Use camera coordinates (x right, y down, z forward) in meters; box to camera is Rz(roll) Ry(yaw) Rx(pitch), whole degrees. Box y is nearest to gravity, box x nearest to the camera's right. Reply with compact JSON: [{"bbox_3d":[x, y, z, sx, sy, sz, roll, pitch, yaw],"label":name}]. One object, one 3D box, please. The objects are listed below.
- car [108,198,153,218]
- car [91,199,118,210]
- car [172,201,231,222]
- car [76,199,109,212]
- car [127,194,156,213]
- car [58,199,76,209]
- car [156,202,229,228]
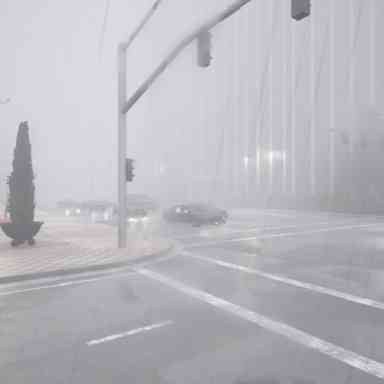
[{"bbox_3d":[-5.671,1.564,30.339,1.994,1.385,4.181,0,0,-35],"label":"car"},{"bbox_3d":[-11.834,1.601,44.871,1.895,1.301,4.718,0,0,-36],"label":"car"},{"bbox_3d":[0.663,1.548,27.540,2.033,1.411,5.357,0,0,-36],"label":"car"},{"bbox_3d":[-11.418,1.601,38.295,1.895,1.301,4.718,0,0,-36],"label":"car"},{"bbox_3d":[-5.836,1.223,36.535,2.150,2.045,5.566,0,0,-36],"label":"car"},{"bbox_3d":[-17.247,1.601,46.422,1.895,1.301,4.718,0,0,-35],"label":"car"},{"bbox_3d":[-0.049,1.548,22.557,2.033,1.411,5.357,0,0,-36],"label":"car"}]
